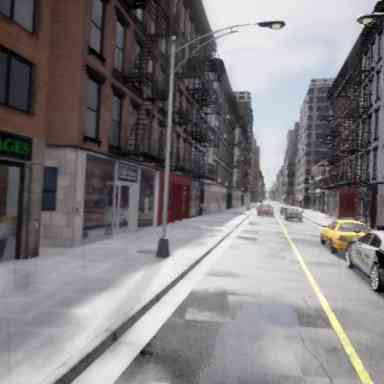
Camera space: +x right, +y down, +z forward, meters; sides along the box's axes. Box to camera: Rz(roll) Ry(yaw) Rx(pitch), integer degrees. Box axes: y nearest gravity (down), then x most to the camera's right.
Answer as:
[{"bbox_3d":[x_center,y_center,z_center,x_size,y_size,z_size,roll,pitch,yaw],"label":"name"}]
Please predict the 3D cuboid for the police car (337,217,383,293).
[{"bbox_3d":[6.009,1.827,9.915,1.930,1.638,5.238,3,-1,13],"label":"police car"}]

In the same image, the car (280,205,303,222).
[{"bbox_3d":[11.359,2.496,37.434,2.033,1.411,5.357,3,-1,13],"label":"car"}]

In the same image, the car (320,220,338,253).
[{"bbox_3d":[7.353,1.985,15.842,1.801,1.575,5.366,3,-1,13],"label":"car"}]

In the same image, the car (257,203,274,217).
[{"bbox_3d":[9.613,2.271,43.376,2.097,1.767,4.553,3,-1,13],"label":"car"}]
